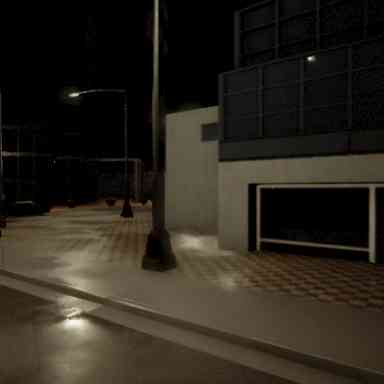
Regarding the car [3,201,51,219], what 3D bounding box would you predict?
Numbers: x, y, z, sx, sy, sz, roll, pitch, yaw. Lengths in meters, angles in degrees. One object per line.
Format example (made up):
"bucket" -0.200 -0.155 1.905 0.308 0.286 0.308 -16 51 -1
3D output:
"car" -14.607 1.451 28.134 1.895 1.301 4.718 0 1 36
